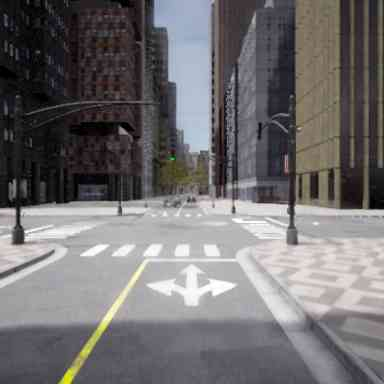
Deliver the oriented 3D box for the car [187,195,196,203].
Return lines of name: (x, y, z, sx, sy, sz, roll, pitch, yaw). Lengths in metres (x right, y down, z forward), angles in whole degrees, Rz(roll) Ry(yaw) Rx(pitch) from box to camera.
car: (-0.131, 1.676, 71.236, 1.812, 1.442, 4.674, 0, 0, 0)

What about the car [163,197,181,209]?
car: (-3.144, 1.599, 48.310, 2.128, 1.511, 4.902, 0, 0, 0)

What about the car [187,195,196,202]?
car: (-0.159, 1.540, 81.241, 2.128, 1.511, 4.902, 0, 0, 0)

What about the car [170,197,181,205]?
car: (-3.127, 1.668, 64.177, 1.812, 1.442, 4.674, 0, 0, 0)
